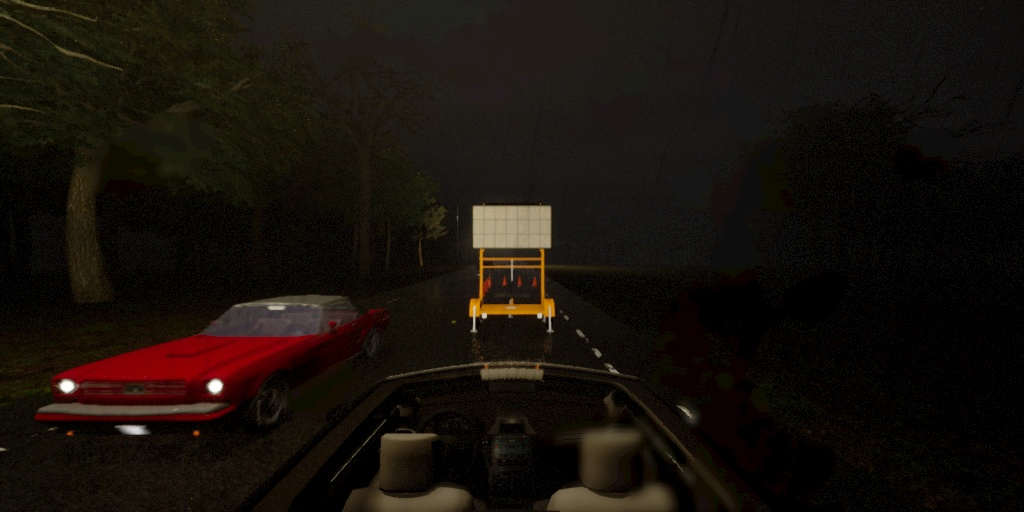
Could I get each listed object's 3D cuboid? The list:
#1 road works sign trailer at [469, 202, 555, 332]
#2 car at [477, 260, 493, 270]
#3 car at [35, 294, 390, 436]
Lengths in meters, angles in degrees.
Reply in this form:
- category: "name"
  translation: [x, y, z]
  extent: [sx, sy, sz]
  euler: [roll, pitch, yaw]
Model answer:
- category: "road works sign trailer"
  translation: [0.002, 0.202, 10.805]
  extent: [2.380, 3.560, 2.880]
  euler: [0, 0, 0]
- category: "car"
  translation: [-3.580, 1.033, 48.059]
  extent: [1.882, 1.535, 5.008]
  euler: [0, 0, 0]
- category: "car"
  translation: [-3.599, 1.347, 5.620]
  extent: [1.895, 1.301, 4.718]
  euler: [0, 0, 0]
